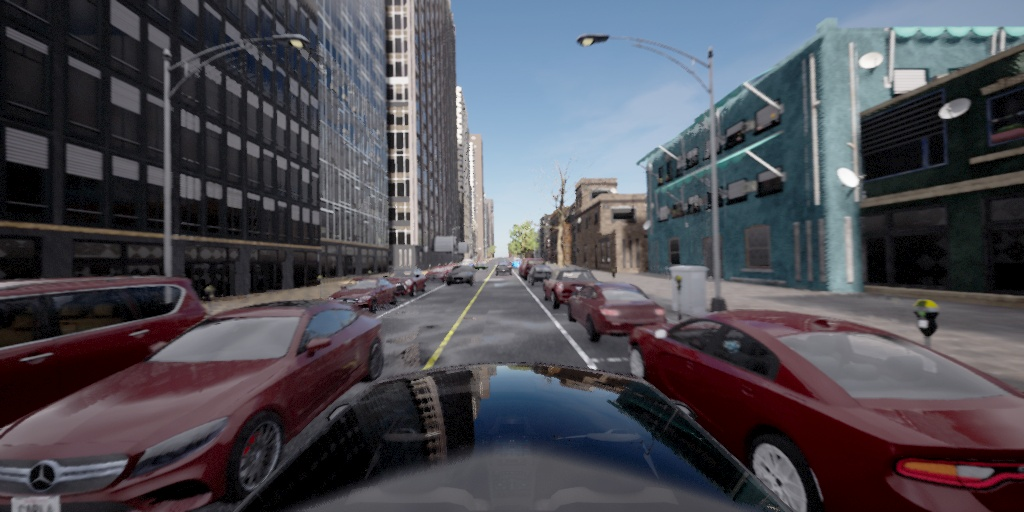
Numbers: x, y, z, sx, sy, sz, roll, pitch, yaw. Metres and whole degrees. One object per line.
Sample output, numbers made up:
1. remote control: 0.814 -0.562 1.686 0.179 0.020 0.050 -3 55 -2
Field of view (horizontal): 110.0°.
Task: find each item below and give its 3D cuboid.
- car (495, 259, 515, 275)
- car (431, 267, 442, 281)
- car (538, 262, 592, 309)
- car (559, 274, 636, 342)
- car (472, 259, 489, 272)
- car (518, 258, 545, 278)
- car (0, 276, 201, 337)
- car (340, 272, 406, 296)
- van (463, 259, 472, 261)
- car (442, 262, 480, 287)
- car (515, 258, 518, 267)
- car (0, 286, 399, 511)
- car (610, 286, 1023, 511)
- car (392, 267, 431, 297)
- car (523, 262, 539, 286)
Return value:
1. car: -0.963 1.417 41.863 2.128 1.511 4.902 -1 -1 -1
2. car: -6.427 1.593 31.380 1.802 1.307 4.207 0 0 -2
3. car: 2.410 1.198 14.982 1.967 1.591 4.097 0 0 -2
4. car: 2.563 1.313 9.435 1.802 1.307 4.207 0 0 -2
5. car: -4.286 1.539 50.622 1.895 1.301 4.718 -1 0 -2
6. car: 1.949 1.146 31.613 2.192 1.841 5.009 0 0 -2
7. car: -5.658 1.199 3.659 2.192 1.841 5.009 0 0 -2
8. car: -5.966 1.519 14.749 1.802 1.307 4.207 0 0 -2
9. van: -7.195 1.451 59.105 1.690 1.789 3.998 0 0 -2
10. car: -3.708 1.440 26.720 1.837 1.490 4.892 -1 0 -1
11. car: 1.796 1.168 37.160 2.192 1.841 5.009 0 0 -2
12. car: -3.110 1.359 4.618 1.812 1.442 4.674 -1 0 -2
13. car: 2.717 1.250 3.892 1.888 1.381 4.507 0 0 -2
14. car: -6.119 1.403 20.292 1.967 1.591 4.097 0 0 -2
15. car: 2.103 1.359 26.070 2.007 1.370 4.403 0 0 -2
